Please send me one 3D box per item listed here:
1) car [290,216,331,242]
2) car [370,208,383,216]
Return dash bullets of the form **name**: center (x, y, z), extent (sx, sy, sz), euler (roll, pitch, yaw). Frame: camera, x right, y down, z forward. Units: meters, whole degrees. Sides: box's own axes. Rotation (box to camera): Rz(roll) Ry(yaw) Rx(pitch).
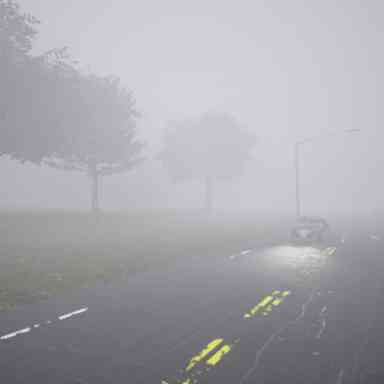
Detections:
- **car**: center (7.677, 2.295, 21.433), extent (2.128, 1.511, 4.902), euler (-2, -3, 30)
- **car**: center (33.234, 3.606, 59.463), extent (2.033, 1.411, 5.357), euler (-3, -3, 36)
